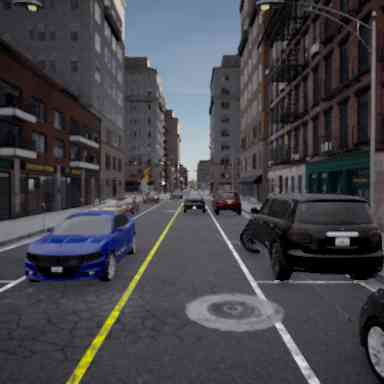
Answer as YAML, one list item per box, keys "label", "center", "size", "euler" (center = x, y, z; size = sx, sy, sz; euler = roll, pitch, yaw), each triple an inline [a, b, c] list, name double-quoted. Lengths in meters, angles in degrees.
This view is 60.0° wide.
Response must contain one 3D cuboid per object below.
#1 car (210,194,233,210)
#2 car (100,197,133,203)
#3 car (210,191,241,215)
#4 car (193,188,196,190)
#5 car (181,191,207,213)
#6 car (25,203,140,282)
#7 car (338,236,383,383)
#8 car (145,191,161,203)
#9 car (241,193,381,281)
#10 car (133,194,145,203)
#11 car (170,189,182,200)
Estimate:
- label: "car"
  center: [2.787, 0.958, 32.259]
  size: [1.947, 1.339, 4.313]
  euler: [0, 1, 0]
- label: "car"
  center: [-5.289, 1.120, 21.224]
  size: [1.752, 1.417, 4.829]
  euler: [0, 1, 0]
- label: "car"
  center: [2.761, 0.807, 26.802]
  size: [2.192, 1.841, 5.009]
  euler: [0, 1, 0]
- label: "car"
  center: [0.300, 0.637, 45.350]
  size: [1.882, 1.535, 5.008]
  euler: [0, 1, 0]
- label: "car"
  center: [0.218, 0.952, 29.286]
  size: [1.837, 1.490, 4.892]
  euler: [0, 1, 0]
- label: "car"
  center: [-2.806, 1.295, 9.423]
  size: [1.882, 1.535, 5.008]
  euler: [0, 1, 0]
- label: "car"
  center: [3.030, 1.457, 2.314]
  size: [1.837, 1.490, 4.892]
  euler: [0, 1, 0]
- label: "car"
  center: [-5.187, 0.636, 43.203]
  size: [1.967, 1.590, 4.097]
  euler: [0, 1, 0]
- label: "car"
  center: [3.005, 1.041, 9.388]
  size: [2.150, 2.045, 5.566]
  euler: [0, 1, -1]
- label: "car"
  center: [-5.263, 1.072, 26.848]
  size: [1.802, 1.307, 4.206]
  euler: [0, 1, 0]
- label: "car"
  center: [-2.495, 0.369, 54.713]
  size: [2.097, 1.767, 4.553]
  euler: [0, 1, 0]
